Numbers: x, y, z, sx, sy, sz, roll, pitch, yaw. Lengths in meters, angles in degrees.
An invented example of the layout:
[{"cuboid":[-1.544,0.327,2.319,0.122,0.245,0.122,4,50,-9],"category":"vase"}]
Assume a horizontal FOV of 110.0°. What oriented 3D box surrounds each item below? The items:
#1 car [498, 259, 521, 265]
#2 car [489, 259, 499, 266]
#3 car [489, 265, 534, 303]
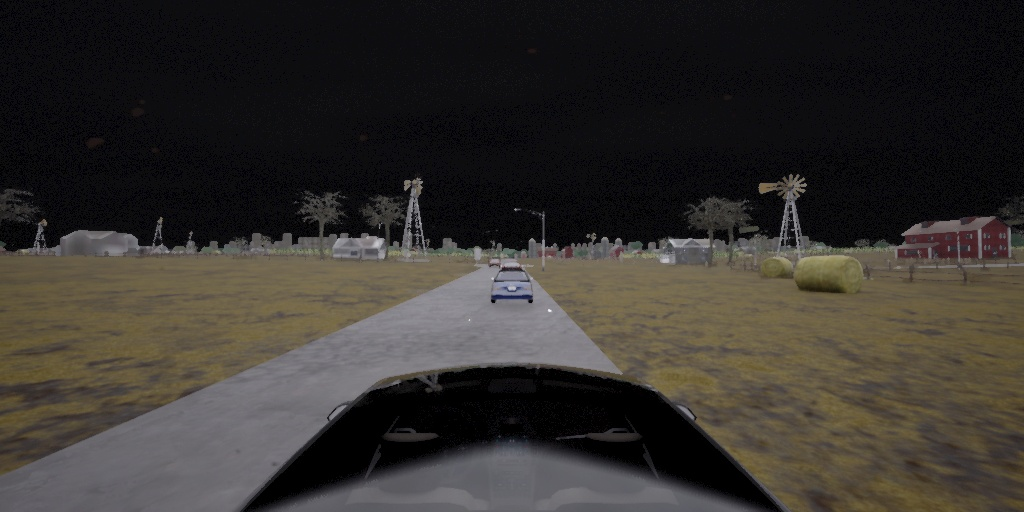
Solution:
[{"cuboid":[0.000,1.210,31.506,1.882,1.535,5.008,0,0,0],"category":"car"},{"cuboid":[-2.750,1.170,58.513,1.882,1.535,5.008,0,0,0],"category":"car"},{"cuboid":[0.000,1.310,16.503,2.033,1.411,5.357,0,0,0],"category":"car"}]
